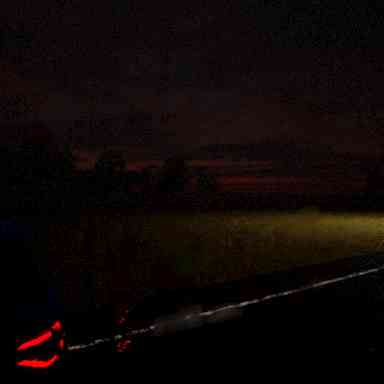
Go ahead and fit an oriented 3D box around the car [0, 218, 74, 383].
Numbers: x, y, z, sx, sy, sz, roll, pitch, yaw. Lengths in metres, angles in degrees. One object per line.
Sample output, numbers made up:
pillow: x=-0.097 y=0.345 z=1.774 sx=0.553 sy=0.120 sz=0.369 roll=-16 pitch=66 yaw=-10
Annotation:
car: x=-3.473 y=1.207 z=1.518 sx=5.566 sy=2.045 sz=2.150 roll=0 pitch=0 yaw=-35
